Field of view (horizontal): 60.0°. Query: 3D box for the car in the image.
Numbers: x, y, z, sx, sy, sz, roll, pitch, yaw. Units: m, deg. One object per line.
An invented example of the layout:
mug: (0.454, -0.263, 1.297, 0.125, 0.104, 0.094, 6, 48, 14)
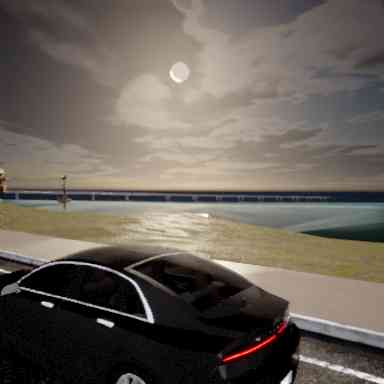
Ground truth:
car: (-1.108, 1.492, 4.474, 4.892, 1.490, 1.837, 0, 0, 36)
